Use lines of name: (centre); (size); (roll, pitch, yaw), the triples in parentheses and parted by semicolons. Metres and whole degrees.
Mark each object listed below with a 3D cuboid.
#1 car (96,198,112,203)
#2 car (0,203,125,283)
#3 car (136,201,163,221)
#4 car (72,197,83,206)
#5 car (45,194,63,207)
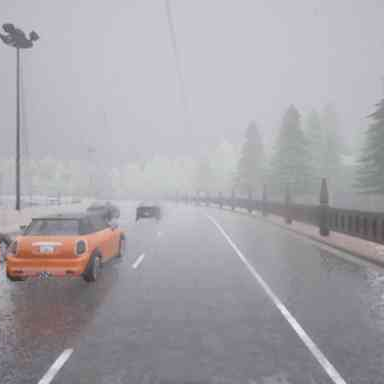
car: (-6.978, 1.528, 26.344); (2.128, 1.511, 4.902); (0, 0, -1)
car: (-3.399, 1.366, 9.913); (2.097, 1.767, 4.553); (0, 0, 0)
car: (-3.526, 1.516, 27.916); (1.882, 1.535, 5.008); (0, 0, -2)
car: (-19.701, 1.604, 57.383); (1.812, 1.442, 4.674); (0, 0, -19)
car: (-22.071, 1.294, 53.517); (2.150, 2.045, 5.566); (0, 0, -17)
